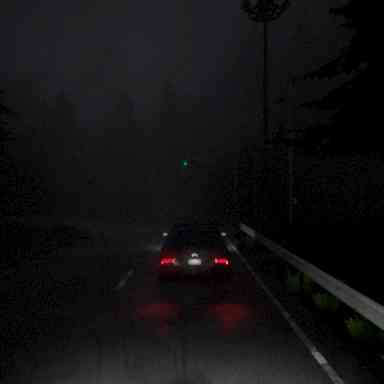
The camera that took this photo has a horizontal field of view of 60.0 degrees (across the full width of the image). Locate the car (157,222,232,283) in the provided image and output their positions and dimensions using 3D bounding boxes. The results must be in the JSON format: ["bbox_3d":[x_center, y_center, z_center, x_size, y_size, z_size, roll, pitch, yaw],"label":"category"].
[{"bbox_3d":[0.071,1.600,9.842,2.033,1.411,5.357,0,0,0],"label":"car"}]
